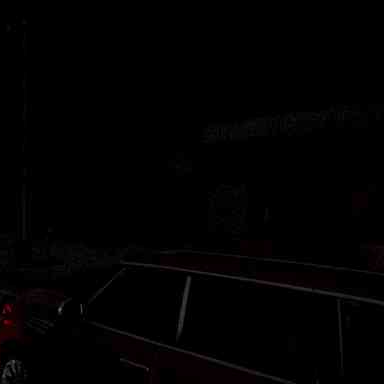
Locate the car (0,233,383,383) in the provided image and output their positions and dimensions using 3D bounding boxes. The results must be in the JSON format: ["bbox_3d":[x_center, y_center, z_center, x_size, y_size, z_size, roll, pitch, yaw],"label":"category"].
[{"bbox_3d":[0.255,1.315,2.896,5.009,1.841,2.192,0,0,36],"label":"car"}]
